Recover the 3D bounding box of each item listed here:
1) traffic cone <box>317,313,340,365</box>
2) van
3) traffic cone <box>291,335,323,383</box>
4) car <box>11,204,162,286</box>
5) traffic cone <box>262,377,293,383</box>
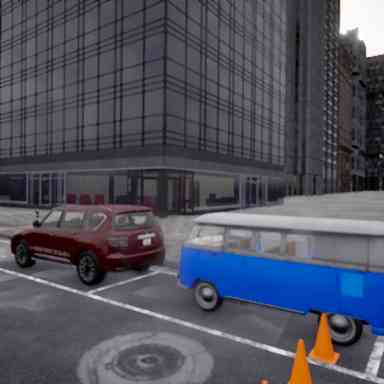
[{"bbox_3d":[1.796,1.948,4.533,0.340,0.580,0.340,1,0,35],"label":"traffic cone"},{"bbox_3d":[1.580,1.325,6.068,3.998,1.788,1.690,1,1,35],"label":"van"},{"bbox_3d":[1.216,1.948,3.718,0.340,0.580,0.340,1,0,35],"label":"traffic cone"},{"bbox_3d":[-3.022,1.258,9.344,5.009,1.841,2.192,1,1,35],"label":"car"},{"bbox_3d":[0.636,1.948,2.903,0.340,0.580,0.340,1,0,35],"label":"traffic cone"}]
